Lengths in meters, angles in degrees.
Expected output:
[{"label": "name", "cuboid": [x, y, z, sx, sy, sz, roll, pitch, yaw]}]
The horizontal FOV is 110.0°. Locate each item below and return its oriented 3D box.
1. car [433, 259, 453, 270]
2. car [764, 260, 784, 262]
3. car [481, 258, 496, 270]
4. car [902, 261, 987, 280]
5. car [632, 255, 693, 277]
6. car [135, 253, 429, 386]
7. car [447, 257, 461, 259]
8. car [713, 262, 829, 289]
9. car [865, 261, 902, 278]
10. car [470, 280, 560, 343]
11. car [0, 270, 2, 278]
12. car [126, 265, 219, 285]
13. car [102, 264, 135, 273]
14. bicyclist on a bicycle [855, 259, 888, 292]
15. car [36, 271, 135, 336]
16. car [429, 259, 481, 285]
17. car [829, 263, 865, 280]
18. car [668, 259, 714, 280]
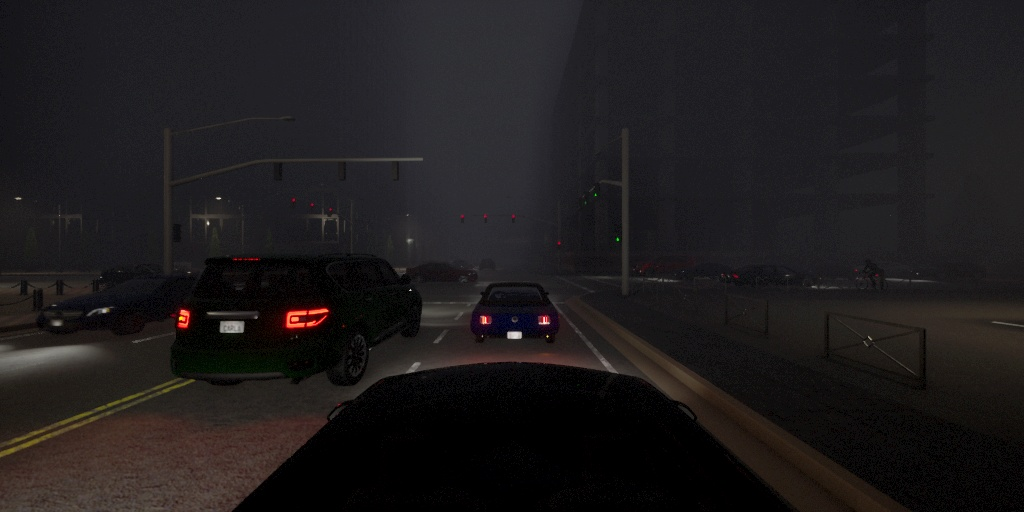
[{"label": "car", "cuboid": [-10.634, 1.240, 55.236, 2.128, 1.511, 4.902, 0, 0, 0]}, {"label": "car", "cuboid": [23.639, 1.171, 32.796, 5.008, 1.535, 1.882, 0, 0, -1]}, {"label": "car", "cuboid": [-3.447, 1.101, 51.644, 2.097, 1.767, 4.553, 0, 0, 0]}, {"label": "car", "cuboid": [35.587, 1.199, 29.335, 4.892, 1.490, 1.837, 0, 0, 0]}, {"label": "car", "cuboid": [13.909, 0.916, 32.758, 5.566, 2.045, 2.150, 0, 0, 0]}, {"label": "car", "cuboid": [-3.443, 0.971, 7.117, 2.150, 2.045, 5.566, 0, 0, 0]}, {"label": "car", "cuboid": [-7.136, 1.254, 48.517, 1.837, 1.490, 4.892, 0, 0, 0]}, {"label": "car", "cuboid": [15.804, 1.242, 22.060, 5.357, 1.411, 2.033, 0, 0, 0]}, {"label": "car", "cuboid": [33.633, 1.220, 32.830, 4.674, 1.442, 1.812, 0, 0, 0]}, {"label": "car", "cuboid": [0.073, 1.351, 9.633, 1.895, 1.301, 4.718, 0, 0, 0]}, {"label": "car", "cuboid": [-39.698, 0.916, 25.138, 5.566, 2.045, 2.150, 0, 0, 0]}, {"label": "car", "cuboid": [-23.625, 1.295, 25.088, 4.718, 1.301, 1.895, 0, 0, 0]}, {"label": "car", "cuboid": [-21.709, 1.186, 21.546, 4.902, 1.511, 2.128, 0, 0, 2]}, {"label": "bicyclist on a bicycle", "cuboid": [18.317, 0.998, 18.292, 0.582, 1.620, 1.656, 0, 0, 0]}, {"label": "car", "cuboid": [-10.430, 1.276, 10.582, 1.812, 1.442, 4.674, 0, 0, 1]}, {"label": "car", "cuboid": [-4.962, 1.197, 25.358, 5.008, 1.535, 1.882, 0, 0, -1]}, {"label": "car", "cuboid": [25.593, 1.258, 29.306, 4.181, 1.385, 1.994, 0, 0, 0]}, {"label": "car", "cuboid": [15.629, 1.220, 29.243, 4.674, 1.442, 1.812, 0, 0, 0]}]
